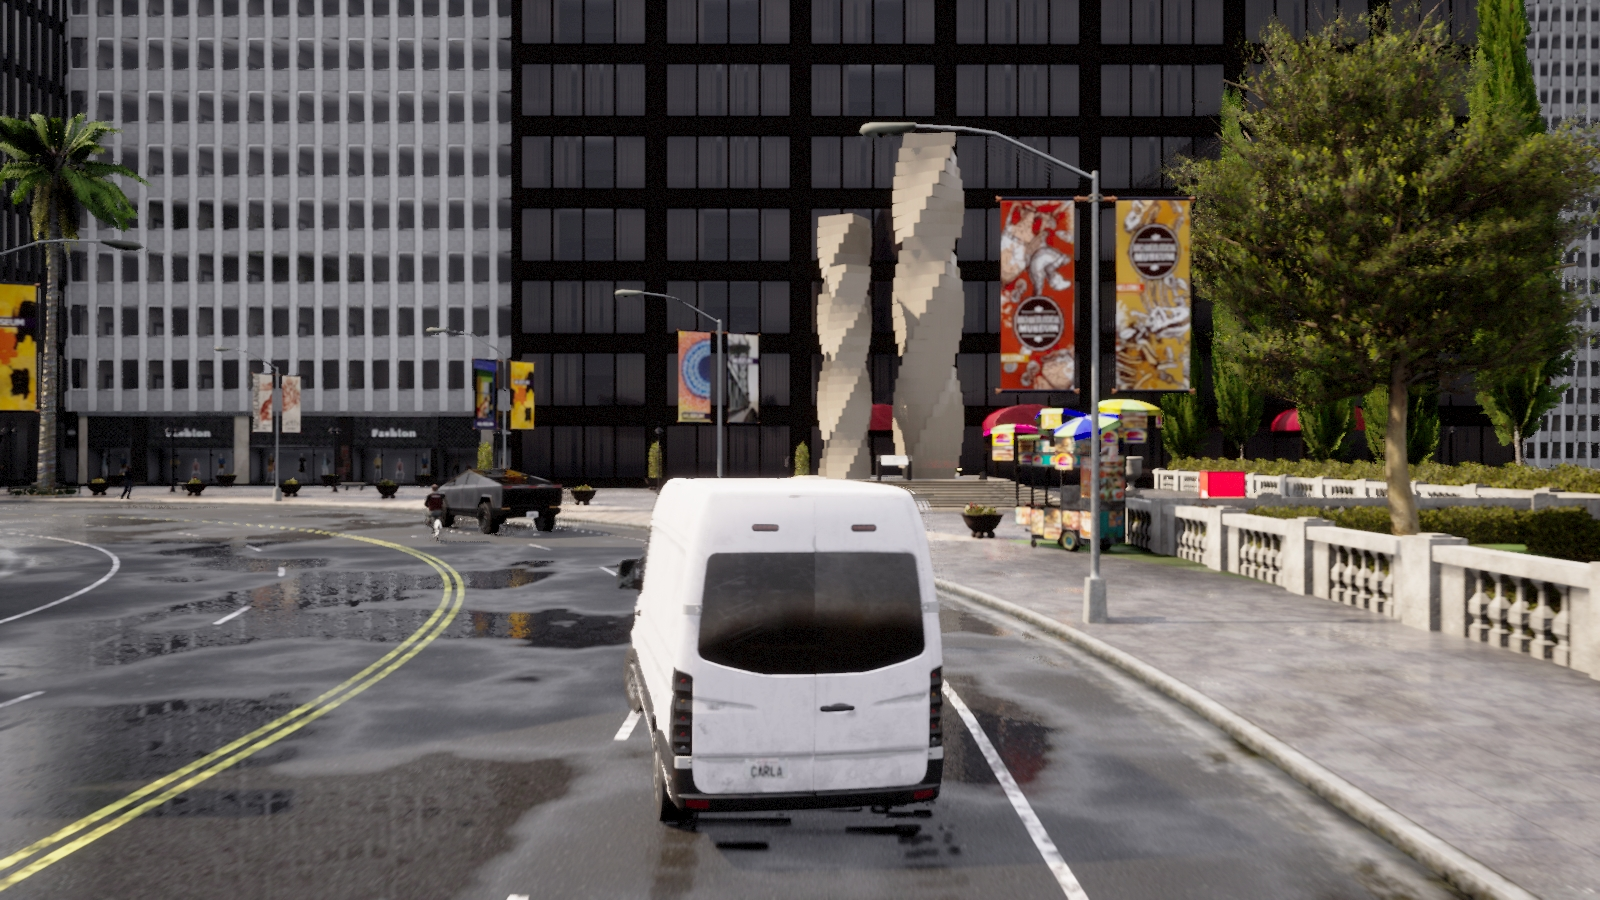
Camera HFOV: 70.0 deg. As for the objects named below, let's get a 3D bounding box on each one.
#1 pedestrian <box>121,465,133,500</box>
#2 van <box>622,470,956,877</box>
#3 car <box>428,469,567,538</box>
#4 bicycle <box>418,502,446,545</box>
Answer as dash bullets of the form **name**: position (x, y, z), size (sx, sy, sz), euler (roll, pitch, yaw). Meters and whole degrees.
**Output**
- **pedestrian**: position (-35.229, 1.693, 59.790), size (0.375, 1.860, 0.375), euler (0, 0, 16)
- **van**: position (-0.499, 1.533, 10.592), size (1.988, 2.561, 5.915), euler (1, 0, -11)
- **car**: position (-10.618, 1.750, 39.687), size (2.390, 2.098, 6.274), euler (0, 0, -38)
- **bicycle**: position (-11.096, 2.207, 34.428), size (0.329, 1.171, 1.835), euler (0, 0, -33)
